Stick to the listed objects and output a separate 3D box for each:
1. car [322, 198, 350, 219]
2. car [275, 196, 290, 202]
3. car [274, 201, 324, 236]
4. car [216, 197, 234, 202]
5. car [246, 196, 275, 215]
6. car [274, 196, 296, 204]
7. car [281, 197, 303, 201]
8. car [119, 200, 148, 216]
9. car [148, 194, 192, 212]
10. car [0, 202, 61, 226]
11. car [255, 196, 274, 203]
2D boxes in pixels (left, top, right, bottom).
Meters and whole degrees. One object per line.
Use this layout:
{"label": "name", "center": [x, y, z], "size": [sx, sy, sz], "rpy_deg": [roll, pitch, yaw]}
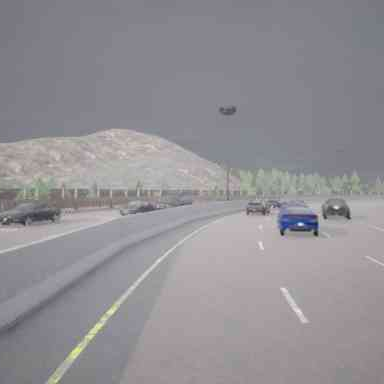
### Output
{"label": "car", "center": [12.605, 1.349, 29.315], "size": [2.097, 1.767, 4.553], "rpy_deg": [0, 0, 20]}
{"label": "car", "center": [10.999, 1.502, 43.023], "size": [1.837, 1.490, 4.892], "rpy_deg": [0, 0, 28]}
{"label": "car", "center": [5.826, 1.477, 18.692], "size": [1.882, 1.535, 5.008], "rpy_deg": [0, -1, 12]}
{"label": "car", "center": [6.234, 1.560, 62.135], "size": [1.994, 1.385, 4.181], "rpy_deg": [0, 0, 36]}
{"label": "car", "center": [6.698, 1.490, 33.490], "size": [2.128, 1.511, 4.902], "rpy_deg": [0, 0, 21]}
{"label": "car", "center": [18.740, 1.530, 66.668], "size": [2.033, 1.411, 5.357], "rpy_deg": [0, 0, 42]}
{"label": "car", "center": [11.196, 1.545, 35.385], "size": [2.033, 1.411, 5.357], "rpy_deg": [0, 0, 24]}
{"label": "car", "center": [-5.196, 1.524, 32.040], "size": [1.812, 1.442, 4.674], "rpy_deg": [0, 0, 19]}
{"label": "car", "center": [-1.724, 1.220, 31.503], "size": [2.150, 2.045, 5.566], "rpy_deg": [0, 0, 19]}
{"label": "car", "center": [-11.223, 1.504, 23.355], "size": [1.837, 1.490, 4.892], "rpy_deg": [0, 0, 14]}
{"label": "car", "center": [14.675, 1.546, 67.291], "size": [1.994, 1.385, 4.181], "rpy_deg": [0, 0, 39]}
